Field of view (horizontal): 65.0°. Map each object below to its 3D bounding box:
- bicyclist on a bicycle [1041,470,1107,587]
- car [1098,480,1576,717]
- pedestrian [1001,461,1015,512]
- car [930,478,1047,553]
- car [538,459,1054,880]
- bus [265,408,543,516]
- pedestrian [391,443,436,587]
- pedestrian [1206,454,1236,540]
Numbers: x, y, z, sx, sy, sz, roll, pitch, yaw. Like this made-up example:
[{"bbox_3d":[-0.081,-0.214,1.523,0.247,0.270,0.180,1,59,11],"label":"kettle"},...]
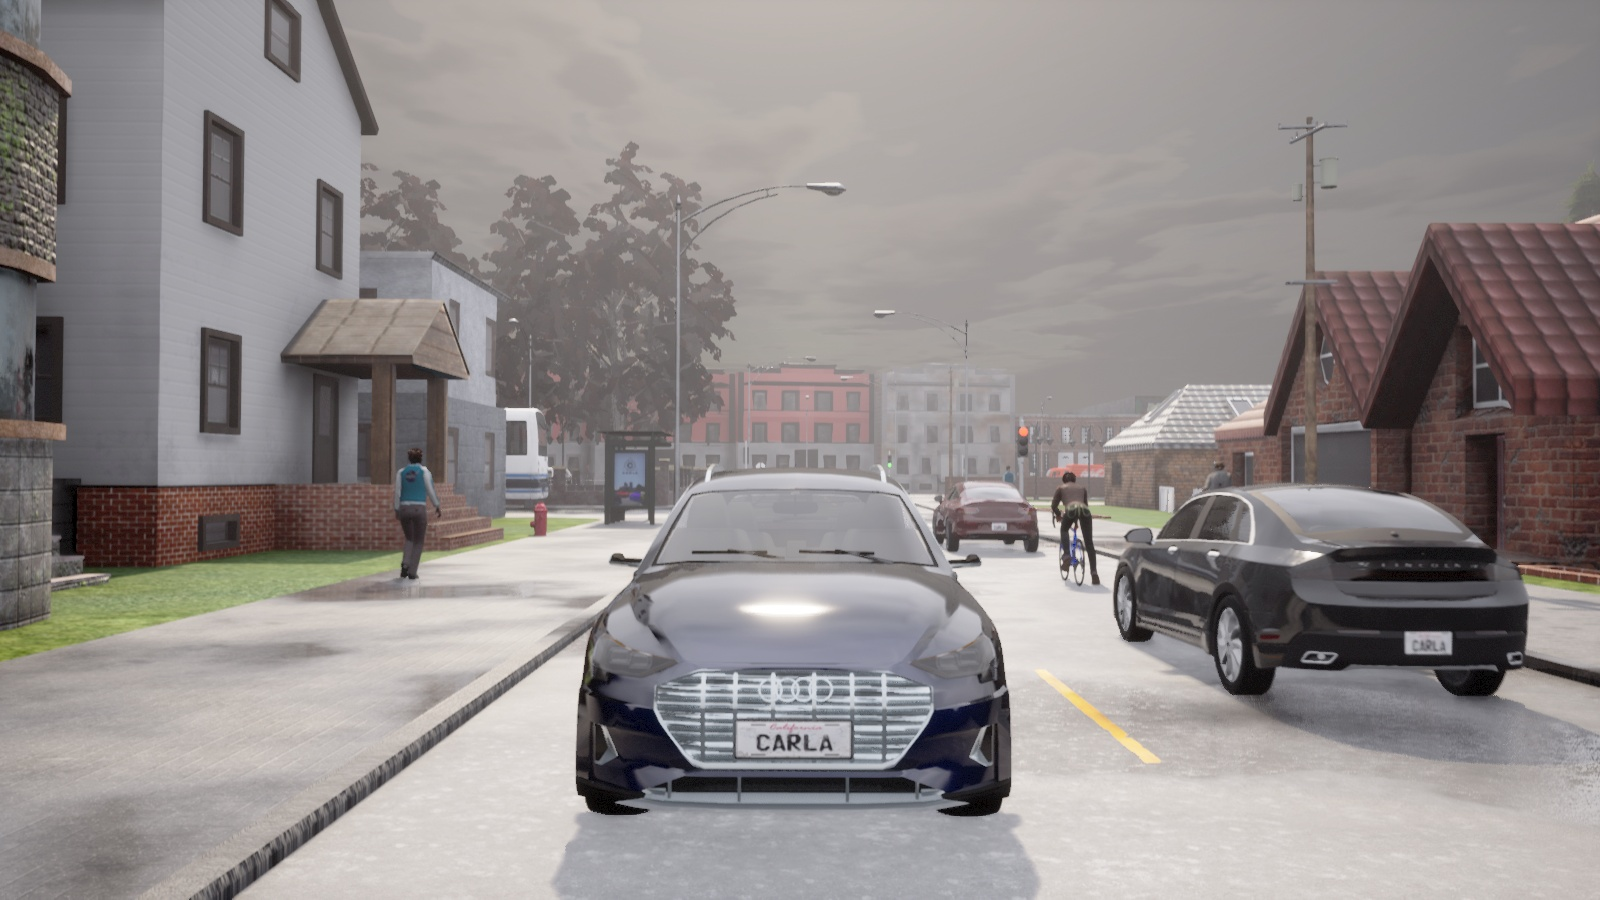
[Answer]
[{"bbox_3d":[3.951,1.101,18.233,0.582,1.620,1.656,0,-1,0],"label":"bicyclist on a bicycle"},{"bbox_3d":[3.973,1.003,10.392,1.837,1.490,4.892,0,-2,0],"label":"car"},{"bbox_3d":[7.990,1.410,48.220,0.396,1.930,0.692,0,-1,-1],"label":"pedestrian"},{"bbox_3d":[3.921,1.337,26.824,1.812,1.442,4.674,0,-1,1],"label":"car"},{"bbox_3d":[-0.020,0.887,7.381,2.033,1.649,4.856,0,-1,0],"label":"car"},{"bbox_3d":[-16.065,0.487,51.742,10.273,4.253,3.944,0,-1,-4],"label":"bus"},{"bbox_3d":[-5.276,0.874,17.153,0.396,1.930,0.692,0,-1,0],"label":"pedestrian"},{"bbox_3d":[9.176,1.011,27.409,0.540,1.848,0.694,0,-1,13],"label":"pedestrian"}]
